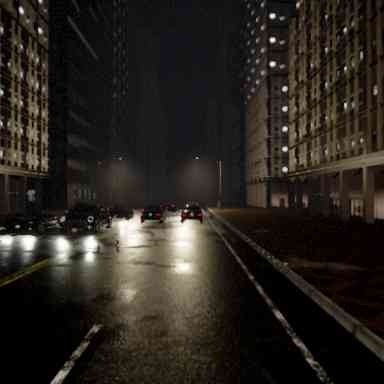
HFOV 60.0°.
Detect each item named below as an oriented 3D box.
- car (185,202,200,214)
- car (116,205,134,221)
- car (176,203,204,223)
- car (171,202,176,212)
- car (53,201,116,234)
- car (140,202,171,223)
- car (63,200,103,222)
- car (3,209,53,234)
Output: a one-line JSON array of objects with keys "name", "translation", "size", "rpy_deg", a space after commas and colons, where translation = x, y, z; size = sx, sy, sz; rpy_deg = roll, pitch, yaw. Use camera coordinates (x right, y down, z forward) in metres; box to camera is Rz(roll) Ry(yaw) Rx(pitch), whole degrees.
[{"name": "car", "translation": [0.053, 2.063, 43.863], "size": [1.895, 1.301, 4.718], "rpy_deg": [0, -1, 0]}, {"name": "car", "translation": [-6.517, 1.870, 30.305], "size": [1.994, 1.385, 4.181], "rpy_deg": [0, -1, 0]}, {"name": "car", "translation": [0.007, 1.831, 28.290], "size": [2.033, 1.411, 5.357], "rpy_deg": [0, -1, 0]}, {"name": "car", "translation": [-3.186, 2.044, 45.384], "size": [1.994, 1.385, 4.181], "rpy_deg": [0, -1, 0]}, {"name": "car", "translation": [-6.517, 1.554, 20.708], "size": [2.097, 1.767, 4.553], "rpy_deg": [0, 0, 0]}, {"name": "car", "translation": [-3.239, 1.834, 28.455], "size": [2.033, 1.411, 5.357], "rpy_deg": [0, -1, 0]}, {"name": "car", "translation": [-9.763, 1.657, 30.145], "size": [2.097, 1.767, 4.553], "rpy_deg": [0, -1, 0]}, {"name": "car", "translation": [-9.767, 1.767, 20.620], "size": [1.994, 1.385, 4.181], "rpy_deg": [0, -1, 0]}]
